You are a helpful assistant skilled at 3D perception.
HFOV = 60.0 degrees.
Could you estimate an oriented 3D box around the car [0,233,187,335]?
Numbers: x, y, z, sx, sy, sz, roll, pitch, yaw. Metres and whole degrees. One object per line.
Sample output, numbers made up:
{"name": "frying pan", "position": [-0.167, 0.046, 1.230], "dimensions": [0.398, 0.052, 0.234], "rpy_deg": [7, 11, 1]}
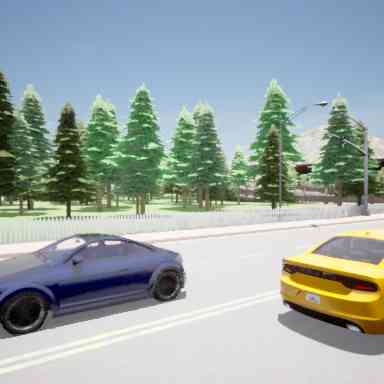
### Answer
{"name": "car", "position": [-2.165, 1.564, 6.743], "dimensions": [4.181, 1.385, 1.994], "rpy_deg": [0, 0, -35]}

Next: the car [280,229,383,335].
{"name": "car", "position": [3.878, 1.478, 6.519], "dimensions": [5.008, 1.535, 1.882], "rpy_deg": [0, 0, -35]}
